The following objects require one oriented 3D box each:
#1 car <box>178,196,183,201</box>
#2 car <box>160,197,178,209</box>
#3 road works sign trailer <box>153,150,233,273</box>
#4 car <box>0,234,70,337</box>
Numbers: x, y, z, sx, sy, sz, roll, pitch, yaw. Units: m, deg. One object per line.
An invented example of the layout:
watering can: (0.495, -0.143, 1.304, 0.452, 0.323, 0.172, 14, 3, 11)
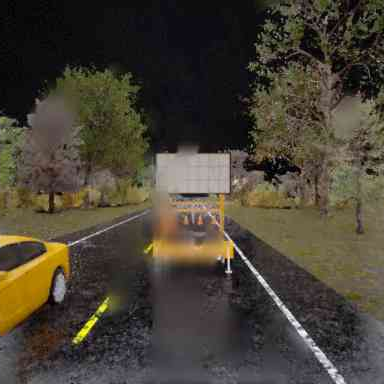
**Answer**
car: (-3.230, 1.755, 89.558, 2.033, 1.411, 5.357, 0, 0, 0)
car: (-3.456, 1.591, 47.462, 1.812, 1.442, 4.674, 0, 0, 0)
road works sign trailer: (0.036, 0.469, 10.689, 2.380, 3.560, 2.880, 0, 0, 0)
car: (-3.585, 1.479, 5.219, 1.882, 1.535, 5.008, 0, 0, 0)
